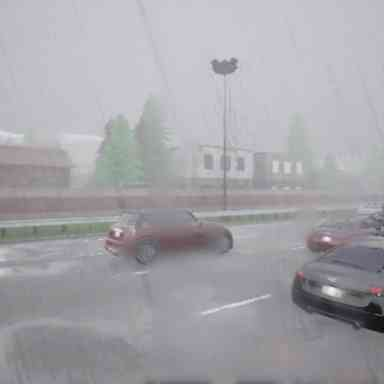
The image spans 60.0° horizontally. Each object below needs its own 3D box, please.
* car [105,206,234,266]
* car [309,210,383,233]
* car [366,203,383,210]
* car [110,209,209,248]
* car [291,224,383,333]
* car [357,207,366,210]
[{"bbox_3d":[-0.651,1.363,11.887,4.553,1.767,2.097,0,0,-36],"label":"car"},{"bbox_3d":[6.234,1.571,12.511,4.181,1.385,1.994,0,0,-36],"label":"car"},{"bbox_3d":[14.425,1.559,22.676,5.357,1.411,2.033,0,0,-36],"label":"car"},{"bbox_3d":[-1.459,1.579,15.613,4.181,1.385,1.994,0,0,-36],"label":"car"},{"bbox_3d":[3.883,1.568,6.524,4.181,1.385,1.994,0,0,-36],"label":"car"},{"bbox_3d":[16.071,1.616,28.158,4.718,1.301,1.895,0,0,-36],"label":"car"}]
